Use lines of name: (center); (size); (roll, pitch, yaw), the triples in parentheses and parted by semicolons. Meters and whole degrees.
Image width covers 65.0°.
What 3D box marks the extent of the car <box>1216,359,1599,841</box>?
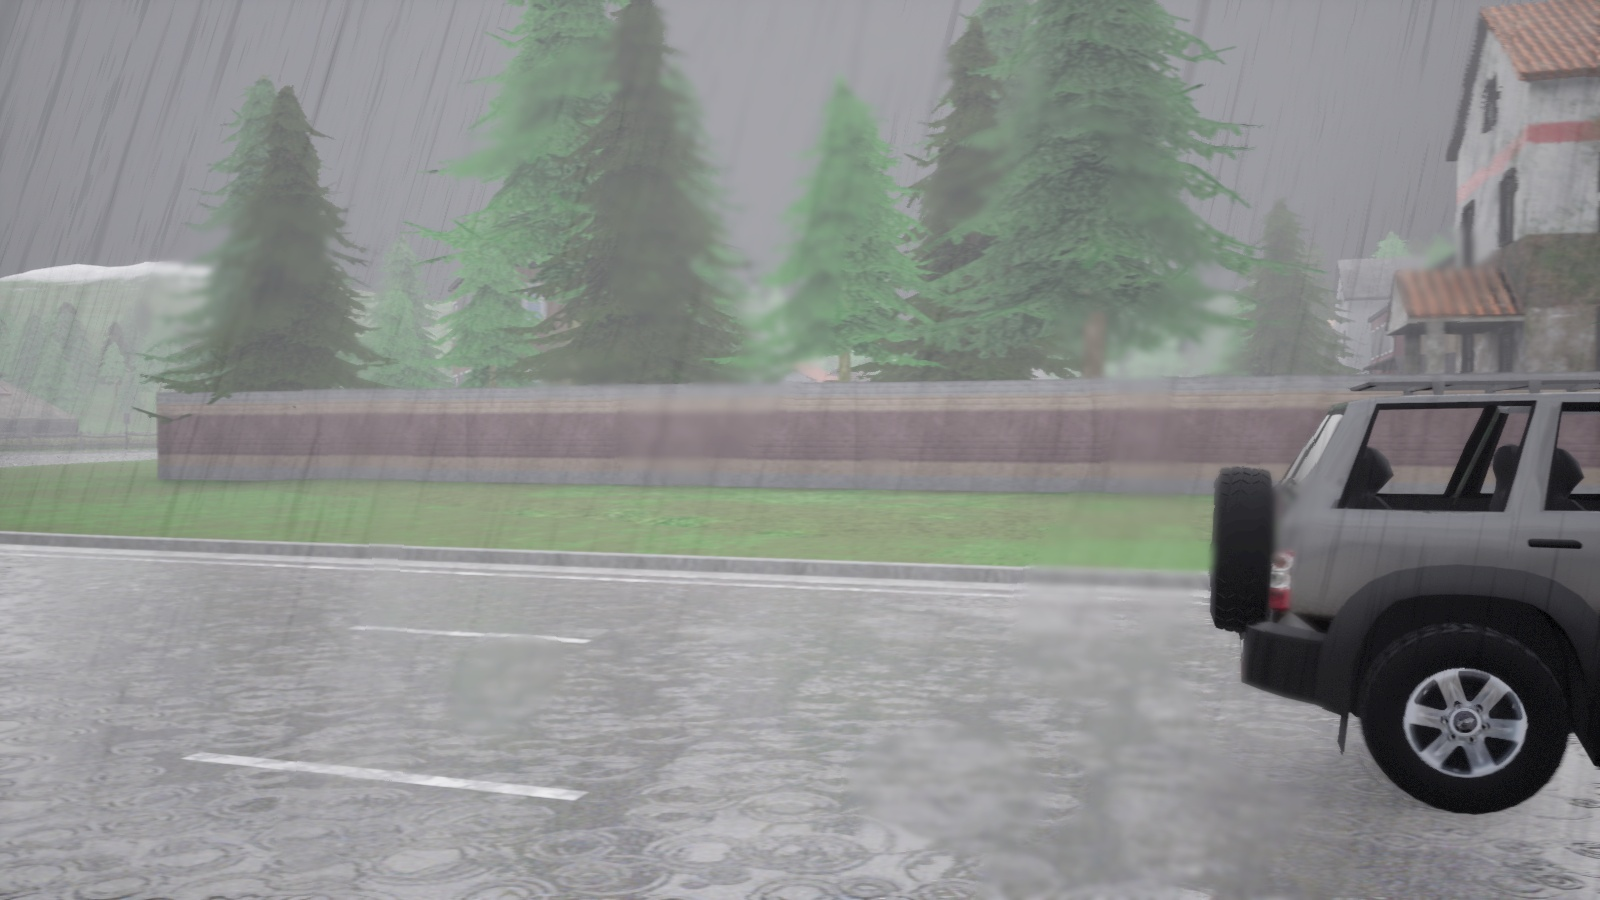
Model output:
car: (4.250, 0.576, 5.454); (4.605, 1.855, 1.932); (1, 1, 19)
